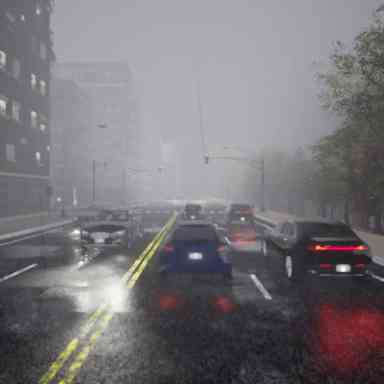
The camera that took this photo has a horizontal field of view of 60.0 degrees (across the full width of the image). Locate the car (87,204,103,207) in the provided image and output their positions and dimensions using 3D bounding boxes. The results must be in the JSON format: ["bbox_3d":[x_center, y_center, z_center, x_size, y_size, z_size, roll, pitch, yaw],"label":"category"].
[{"bbox_3d":[-6.577,1.571,23.246,2.033,1.411,5.357,0,0,0],"label":"car"}]

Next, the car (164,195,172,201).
[{"bbox_3d":[-6.477,1.608,89.804,1.882,1.535,5.008,0,0,0],"label":"car"}]

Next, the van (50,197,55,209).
[{"bbox_3d":[-22.717,1.660,50.145,3.998,1.788,1.690,-1,1,-1],"label":"van"}]

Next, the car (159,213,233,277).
[{"bbox_3d":[0.094,1.573,10.315,1.994,1.385,4.181,0,0,0],"label":"car"}]

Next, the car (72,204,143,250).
[{"bbox_3d":[-3.345,1.506,14.514,2.128,1.511,4.902,0,0,0],"label":"car"}]

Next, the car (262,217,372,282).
[{"bbox_3d":[3.343,1.508,9.770,1.837,1.490,4.892,0,-2,0],"label":"car"}]

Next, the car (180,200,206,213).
[{"bbox_3d":[0.096,1.550,24.784,1.812,1.442,4.674,0,0,1],"label":"car"}]

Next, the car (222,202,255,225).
[{"bbox_3d":[3.345,1.529,24.269,1.837,1.490,4.892,0,0,0],"label":"car"}]

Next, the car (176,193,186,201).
[{"bbox_3d":[-3.227,1.608,89.803,1.882,1.535,5.008,0,0,0],"label":"car"}]
